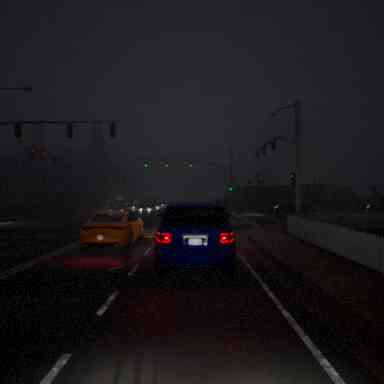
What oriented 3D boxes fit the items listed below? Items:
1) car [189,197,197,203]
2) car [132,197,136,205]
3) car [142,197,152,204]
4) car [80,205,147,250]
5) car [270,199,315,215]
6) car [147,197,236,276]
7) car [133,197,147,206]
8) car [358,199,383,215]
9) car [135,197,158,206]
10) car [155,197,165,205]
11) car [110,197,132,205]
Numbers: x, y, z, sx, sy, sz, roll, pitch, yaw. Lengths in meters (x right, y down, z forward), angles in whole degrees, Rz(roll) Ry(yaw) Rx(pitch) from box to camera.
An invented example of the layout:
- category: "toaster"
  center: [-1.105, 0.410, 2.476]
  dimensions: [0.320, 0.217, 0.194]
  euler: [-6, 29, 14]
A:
- category: "car"
  center: [0.198, 2.038, 88.707]
  dimensions: [2.033, 1.411, 5.357]
  euler: [0, 0, 0]
- category: "car"
  center: [-10.451, 1.673, 57.139]
  dimensions: [2.097, 1.767, 4.553]
  euler: [0, 0, 0]
- category: "car"
  center: [-10.329, 1.955, 76.661]
  dimensions: [1.812, 1.442, 4.674]
  euler: [0, 0, 0]
- category: "car"
  center: [-3.378, 1.561, 14.769]
  dimensions: [1.882, 1.535, 5.008]
  euler: [0, 0, 0]
- category: "car"
  center: [10.727, 1.553, 35.775]
  dimensions: [4.553, 1.767, 2.097]
  euler: [0, 0, -1]
- category: "car"
  center: [0.094, 1.286, 10.665]
  dimensions: [2.150, 2.045, 5.566]
  euler: [0, 0, 0]
- category: "car"
  center: [-10.371, 1.850, 66.407]
  dimensions: [1.882, 1.535, 5.008]
  euler: [0, 0, 1]
- category: "car"
  center: [20.508, 1.555, 35.996]
  dimensions: [4.553, 1.767, 2.097]
  euler: [0, 0, -1]
- category: "car"
  center: [-6.979, 1.839, 51.925]
  dimensions: [2.033, 1.411, 5.357]
  euler: [0, 0, 0]
- category: "car"
  center: [-6.841, 1.925, 71.404]
  dimensions: [1.812, 1.442, 4.674]
  euler: [0, 0, 0]
- category: "car"
  center: [-10.490, 1.761, 47.927]
  dimensions: [2.128, 1.511, 4.902]
  euler: [0, 0, 0]
